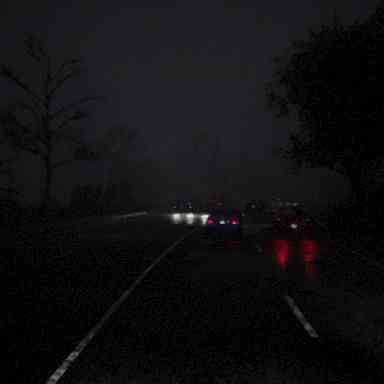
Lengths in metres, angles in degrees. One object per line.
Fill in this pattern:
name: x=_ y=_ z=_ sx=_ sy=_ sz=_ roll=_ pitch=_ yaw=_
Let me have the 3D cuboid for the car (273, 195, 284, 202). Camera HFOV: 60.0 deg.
car: x=19.881 y=1.509 z=75.125 sx=1.837 sy=1.490 sz=4.892 roll=0 pitch=0 yaw=39

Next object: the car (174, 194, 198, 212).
car: x=-0.206 y=1.210 z=38.865 sx=2.150 sy=2.045 sz=5.566 roll=0 pitch=0 yaw=20

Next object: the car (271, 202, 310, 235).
car: x=5.598 y=1.544 z=19.149 sx=1.812 sy=1.442 sz=4.674 roll=0 pitch=0 yaw=10

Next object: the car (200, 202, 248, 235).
car: x=1.948 y=1.553 z=18.918 sx=2.033 sy=1.411 sz=5.357 roll=0 pitch=0 yaw=10

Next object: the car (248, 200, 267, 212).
car: x=7.575 y=1.589 z=39.108 sx=1.994 sy=1.385 sz=4.181 roll=0 pitch=0 yaw=20

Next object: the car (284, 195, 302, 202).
car: x=22.581 y=1.518 z=72.897 sx=1.882 sy=1.535 sz=5.008 roll=0 pitch=0 yaw=39

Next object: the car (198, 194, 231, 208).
car: x=2.879 y=1.225 z=37.085 sx=2.150 sy=2.045 sz=5.566 roll=0 pitch=0 yaw=19
